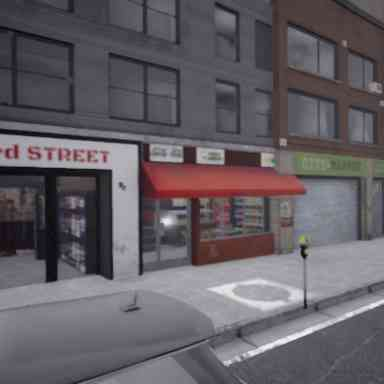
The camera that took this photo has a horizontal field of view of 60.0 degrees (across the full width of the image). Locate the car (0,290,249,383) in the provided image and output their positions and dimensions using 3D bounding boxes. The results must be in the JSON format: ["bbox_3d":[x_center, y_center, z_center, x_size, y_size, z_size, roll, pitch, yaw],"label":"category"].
[{"bbox_3d":[-1.426,1.439,1.403,4.097,1.590,1.967,0,-1,-35],"label":"car"}]
